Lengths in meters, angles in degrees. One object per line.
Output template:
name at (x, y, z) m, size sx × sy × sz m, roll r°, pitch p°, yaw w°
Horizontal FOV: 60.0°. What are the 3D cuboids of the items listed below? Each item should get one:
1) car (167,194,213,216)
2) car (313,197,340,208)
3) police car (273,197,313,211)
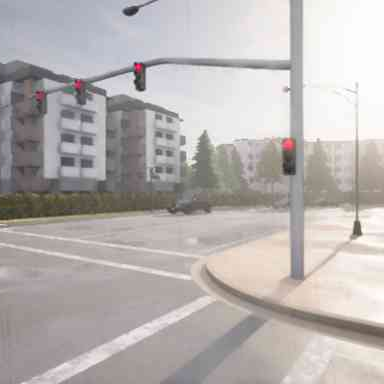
car at (-0.115, 1.219, 33.572) m, size 2.150 × 2.045 × 5.566 m, roll 0°, pitch 0°, yaw 38°
car at (19.234, 1.453, 48.431) m, size 4.902 × 1.511 × 2.128 m, roll 0°, pitch 0°, yaw -24°
police car at (11.955, 1.400, 40.489) m, size 5.238 × 1.638 × 1.930 m, roll 0°, pitch 0°, yaw -34°
